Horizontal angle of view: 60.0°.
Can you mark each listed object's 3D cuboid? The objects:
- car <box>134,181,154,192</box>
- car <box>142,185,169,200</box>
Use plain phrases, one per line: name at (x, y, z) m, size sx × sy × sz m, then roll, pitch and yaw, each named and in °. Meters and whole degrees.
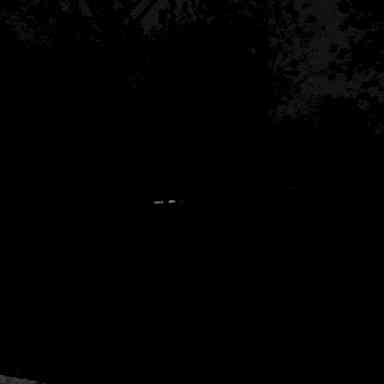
car at (-6.897, -0.531, 48.133) m, size 5.566 × 2.045 × 2.150 m, roll 2°, pitch 2°, yaw 37°
car at (-4.052, 0.265, 38.561) m, size 1.994 × 1.385 × 4.181 m, roll -2°, pitch 3°, yaw -21°
